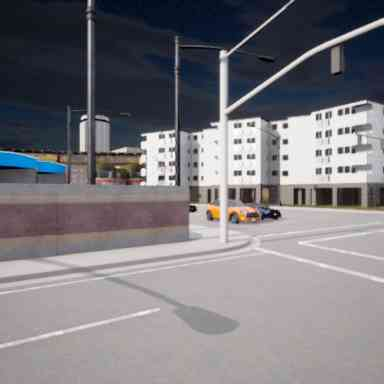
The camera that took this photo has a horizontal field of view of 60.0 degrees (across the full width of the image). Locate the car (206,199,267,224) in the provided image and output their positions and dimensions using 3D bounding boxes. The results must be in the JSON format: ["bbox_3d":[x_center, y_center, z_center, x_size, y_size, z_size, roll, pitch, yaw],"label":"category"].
[{"bbox_3d":[3.028,1.351,24.911,2.097,1.767,4.553,0,0,-33],"label":"car"}]

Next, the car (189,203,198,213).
[{"bbox_3d":[-1.323,1.563,36.468,1.994,1.385,4.181,0,0,-43],"label":"car"}]

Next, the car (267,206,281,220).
[{"bbox_3d":[5.350,1.562,27.672,1.994,1.385,4.181,0,0,-35],"label":"car"}]
